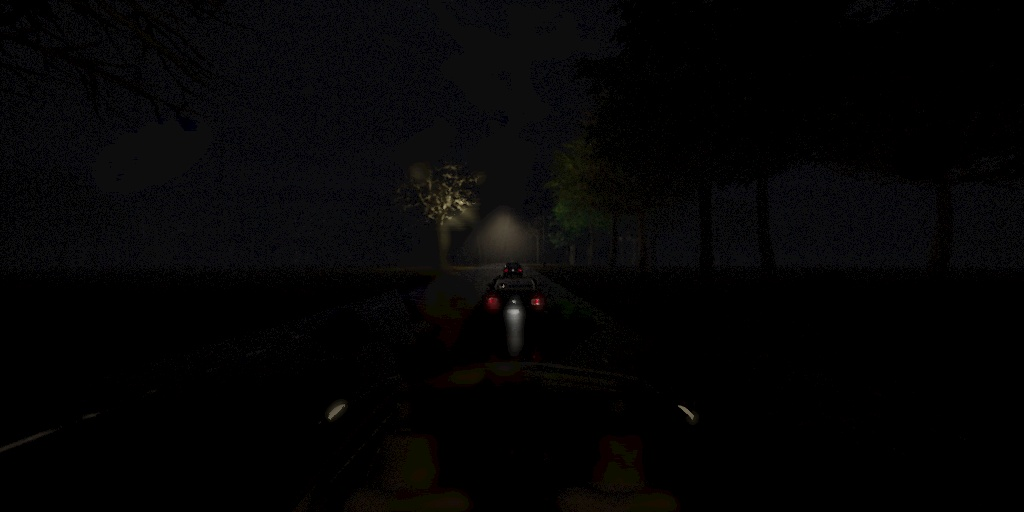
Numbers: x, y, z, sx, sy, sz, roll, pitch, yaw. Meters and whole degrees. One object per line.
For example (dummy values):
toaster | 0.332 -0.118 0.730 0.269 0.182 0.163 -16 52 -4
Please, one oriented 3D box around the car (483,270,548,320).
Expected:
car | 0.098 1.341 12.473 1.895 1.301 4.718 0 0 0

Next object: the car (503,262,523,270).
car | 0.097 1.308 34.101 2.033 1.411 5.357 0 0 0
